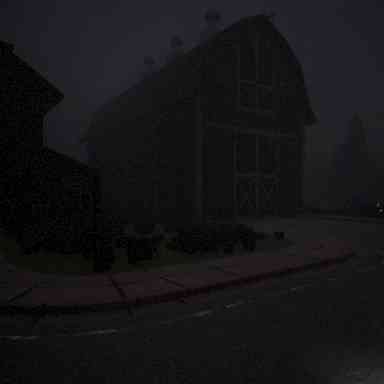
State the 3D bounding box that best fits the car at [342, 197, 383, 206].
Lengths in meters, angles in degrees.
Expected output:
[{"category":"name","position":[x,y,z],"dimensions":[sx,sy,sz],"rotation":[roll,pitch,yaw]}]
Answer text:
[{"category":"car","position":[18.226,1.363,35.080],"dimensions":[2.097,1.767,4.553],"rotation":[0,0,-34]}]
